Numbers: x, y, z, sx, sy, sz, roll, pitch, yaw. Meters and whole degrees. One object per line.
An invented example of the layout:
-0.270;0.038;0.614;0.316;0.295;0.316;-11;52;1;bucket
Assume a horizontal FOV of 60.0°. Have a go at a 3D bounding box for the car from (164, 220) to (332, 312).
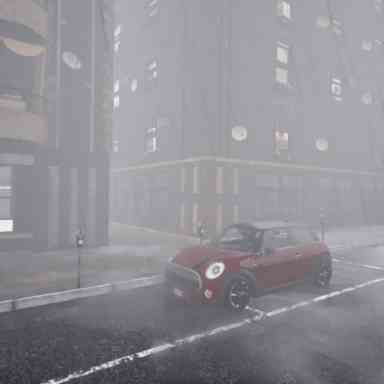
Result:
1.360;1.442;7.670;4.097;1.590;1.967;0;1;-35;car
